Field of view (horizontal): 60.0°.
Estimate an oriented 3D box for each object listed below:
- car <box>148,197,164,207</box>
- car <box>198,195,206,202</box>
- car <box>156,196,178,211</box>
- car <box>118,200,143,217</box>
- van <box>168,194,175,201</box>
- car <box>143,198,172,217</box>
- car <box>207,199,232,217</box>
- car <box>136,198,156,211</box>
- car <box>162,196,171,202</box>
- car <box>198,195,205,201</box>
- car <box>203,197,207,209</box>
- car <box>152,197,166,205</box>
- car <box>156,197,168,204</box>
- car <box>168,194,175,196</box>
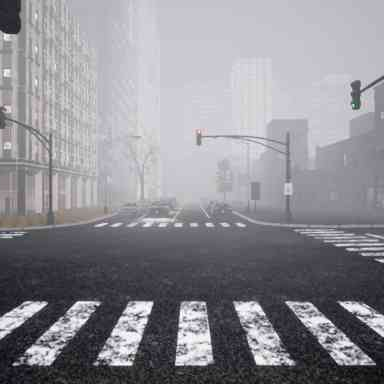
[{"bbox_3d":[-5.718,1.574,52.980,2.008,1.369,4.403,0,0,0],"label":"car"},{"bbox_3d":[2.649,1.600,75.148,2.008,1.369,4.403,0,0,0],"label":"car"},{"bbox_3d":[-3.120,1.579,40.960,1.994,1.385,4.181,0,0,0],"label":"car"},{"bbox_3d":[-5.707,1.591,30.816,1.802,1.307,4.206,0,0,0],"label":"car"},{"bbox_3d":[-5.741,1.414,91.766,1.690,1.788,3.998,0,0,0],"label":"van"},{"bbox_3d":[-3.135,1.573,30.997,1.994,1.385,4.181,0,0,-2],"label":"car"},{"bbox_3d":[2.675,1.554,30.821,1.887,1.381,4.507,0,0,0],"label":"car"},{"bbox_3d":[-5.713,1.541,41.728,1.752,1.417,4.829,0,0,0],"label":"car"},{"bbox_3d":[-5.732,1.631,75.143,1.802,1.307,4.206,0,0,0],"label":"car"},{"bbox_3d":[2.639,1.639,91.771,1.947,1.339,4.313,0,0,0],"label":"car"},{"bbox_3d":[2.668,1.598,41.903,1.802,1.307,4.206,0,0,0],"label":"car"},{"bbox_3d":[-5.722,1.594,58.520,1.947,1.339,4.313,0,0,0],"label":"car"},{"bbox_3d":[-5.726,1.600,64.062,1.947,1.339,4.313,0,0,0],"label":"car"},{"bbox_3d":[-3.117,1.500,50.943,1.882,1.535,5.008,0,0,0],"label":"car"}]
